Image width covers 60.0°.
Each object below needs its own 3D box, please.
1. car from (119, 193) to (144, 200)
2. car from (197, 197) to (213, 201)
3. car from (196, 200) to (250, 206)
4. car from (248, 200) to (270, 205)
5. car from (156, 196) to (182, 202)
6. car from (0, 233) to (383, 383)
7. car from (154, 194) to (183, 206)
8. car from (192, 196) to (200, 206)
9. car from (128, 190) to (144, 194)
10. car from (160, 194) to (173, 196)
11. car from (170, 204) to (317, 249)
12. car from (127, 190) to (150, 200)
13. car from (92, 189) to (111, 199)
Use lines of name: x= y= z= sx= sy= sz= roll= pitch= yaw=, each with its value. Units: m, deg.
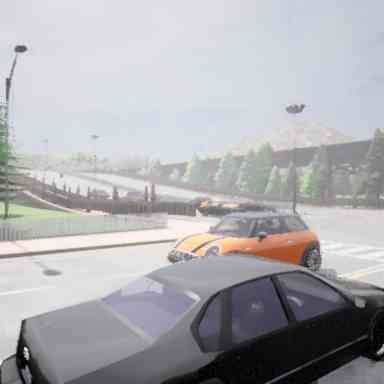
car: x=-8.756 y=1.253 z=46.112 sx=1.994 sy=1.385 sz=4.181 roll=0 pitch=3 yaw=-37
car: x=3.074 y=1.588 z=36.295 sx=1.882 sy=1.535 sz=5.008 roll=0 pitch=0 yaw=-37
car: x=2.767 y=1.702 z=30.846 sx=1.895 sy=1.301 sz=4.718 roll=0 pitch=0 yaw=-36
car: x=7.350 y=1.623 z=36.453 sx=2.128 sy=1.511 sz=4.902 roll=0 pitch=0 yaw=-37
car: x=-2.739 y=1.554 z=38.161 sx=2.128 sy=1.511 sz=4.902 roll=0 pitch=1 yaw=-37
car: x=0.681 y=1.562 z=4.233 sx=5.357 sy=1.411 sz=2.033 roll=0 pitch=0 yaw=-35
car: x=-3.648 y=1.166 z=50.971 sx=2.128 sy=1.511 sz=4.902 roll=0 pitch=3 yaw=-37
car: x=1.871 y=1.418 z=43.667 sx=2.097 sy=1.767 sz=4.553 roll=0 pitch=1 yaw=-37
car: x=-8.678 y=0.962 z=51.831 sx=1.994 sy=1.385 sz=4.181 roll=0 pitch=4 yaw=-37
car: x=-2.699 y=1.452 z=43.900 sx=2.128 sy=1.511 sz=4.902 roll=0 pitch=2 yaw=-37
car: x=1.543 y=1.385 z=9.306 sx=4.553 sy=1.767 sz=2.097 roll=0 pitch=0 yaw=-35
car: x=-9.535 y=0.462 z=58.857 sx=1.895 sy=1.301 sz=4.718 roll=0 pitch=6 yaw=-36
car: x=-14.831 y=0.381 z=54.232 sx=1.837 sy=1.490 sz=4.892 roll=0 pitch=6 yaw=-37
